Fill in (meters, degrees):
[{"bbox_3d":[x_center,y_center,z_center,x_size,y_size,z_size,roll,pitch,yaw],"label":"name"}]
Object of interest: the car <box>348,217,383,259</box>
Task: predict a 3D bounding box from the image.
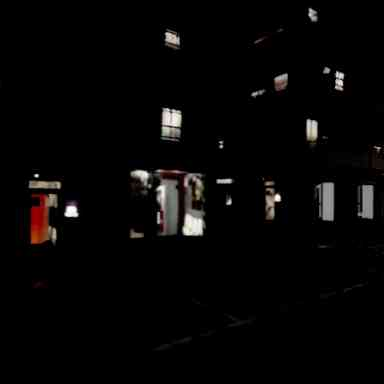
[{"bbox_3d":[7.201,1.530,11.633,4.403,1.369,2.008,0,1,-35],"label":"car"}]
